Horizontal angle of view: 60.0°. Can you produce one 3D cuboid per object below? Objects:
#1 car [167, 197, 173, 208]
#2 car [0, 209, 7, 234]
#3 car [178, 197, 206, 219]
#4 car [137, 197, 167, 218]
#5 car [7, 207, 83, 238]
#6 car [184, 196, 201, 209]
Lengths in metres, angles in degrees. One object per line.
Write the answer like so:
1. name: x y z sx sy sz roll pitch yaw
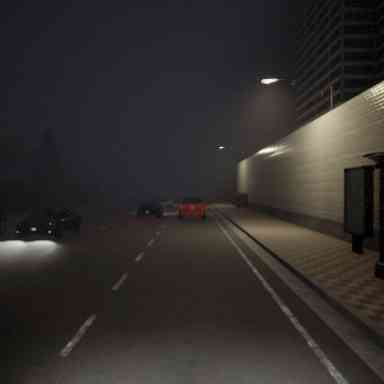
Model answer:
1. car: -3.421 1.303 42.541 1.895 1.301 4.718 0 0 0
2. car: -10.543 1.244 15.187 2.097 1.767 4.553 0 0 1
3. car: 0.029 1.164 26.747 2.097 1.767 4.553 0 0 0
4. car: -3.385 1.334 27.318 1.812 1.442 4.674 0 0 0
5. car: -7.036 1.446 16.751 1.994 1.385 4.181 0 0 0
6. car: 0.070 1.260 41.076 2.033 1.411 5.357 0 0 1
